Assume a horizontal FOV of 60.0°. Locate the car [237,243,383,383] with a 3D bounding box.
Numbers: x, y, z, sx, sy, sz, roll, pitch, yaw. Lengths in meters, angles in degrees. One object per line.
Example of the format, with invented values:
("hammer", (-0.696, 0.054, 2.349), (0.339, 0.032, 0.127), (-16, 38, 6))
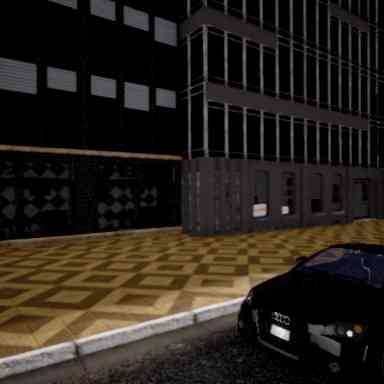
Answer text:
("car", (2.724, 1.562, 5.288), (4.181, 1.385, 1.994), (0, 0, -35))
